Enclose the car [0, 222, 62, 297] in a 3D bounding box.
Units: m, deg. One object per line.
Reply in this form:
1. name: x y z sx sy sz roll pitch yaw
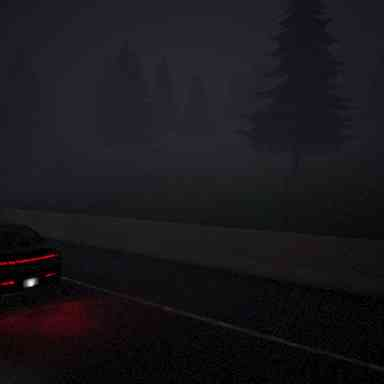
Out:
1. car: -5.016 1.475 7.930 4.892 1.490 1.837 1 0 38
